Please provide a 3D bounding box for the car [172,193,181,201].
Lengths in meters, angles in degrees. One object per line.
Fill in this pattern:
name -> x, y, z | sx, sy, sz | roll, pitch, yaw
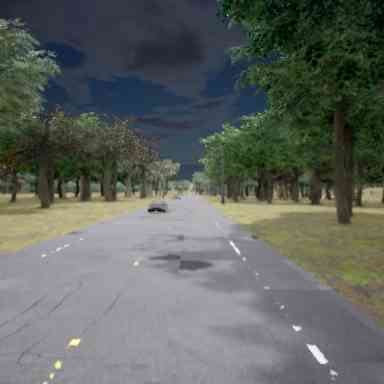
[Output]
car -> -3.532, 1.088, 76.880 | 2.097, 1.767, 4.553 | 0, 0, 0

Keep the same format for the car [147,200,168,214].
car -> -3.611, 1.521, 35.869 | 2.033, 1.411, 5.357 | 0, 0, 0
